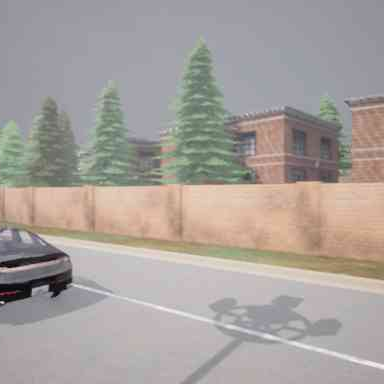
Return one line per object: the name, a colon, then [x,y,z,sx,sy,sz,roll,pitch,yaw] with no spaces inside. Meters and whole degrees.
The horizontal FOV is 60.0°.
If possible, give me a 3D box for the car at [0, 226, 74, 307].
car: [-4.605,1.502,7.228,4.902,1.511,2.128,0,0,36]
